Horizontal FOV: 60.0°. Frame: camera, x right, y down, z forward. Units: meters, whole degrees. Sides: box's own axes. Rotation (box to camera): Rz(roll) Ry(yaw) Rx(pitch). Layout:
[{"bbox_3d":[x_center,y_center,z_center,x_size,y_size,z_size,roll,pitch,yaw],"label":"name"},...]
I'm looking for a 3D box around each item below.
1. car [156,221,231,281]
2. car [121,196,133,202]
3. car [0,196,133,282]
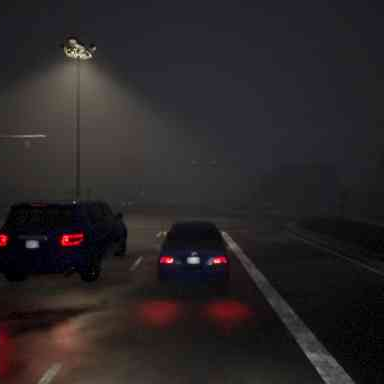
[{"bbox_3d":[0.055,1.559,9.846,2.033,1.411,5.357,0,0,1],"label":"car"},{"bbox_3d":[-15.009,1.616,77.310,1.812,1.442,4.674,0,0,0],"label":"car"},{"bbox_3d":[-3.445,1.233,9.916,2.150,2.045,5.566,0,0,1],"label":"car"}]
